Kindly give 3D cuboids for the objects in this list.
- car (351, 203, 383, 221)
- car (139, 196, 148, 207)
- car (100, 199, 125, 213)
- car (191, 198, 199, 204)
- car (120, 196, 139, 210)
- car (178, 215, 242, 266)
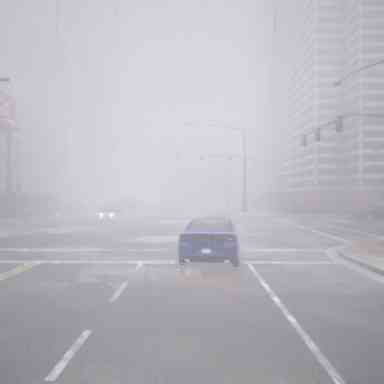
[{"bbox_3d":[16.457,1.741,28.999,4.892,1.490,1.837,0,0,0],"label":"car"},{"bbox_3d":[-9.982,2.027,62.251,2.033,1.411,5.357,0,0,1],"label":"car"},{"bbox_3d":[-10.232,1.888,42.216,1.994,1.385,4.181,0,0,1],"label":"car"},{"bbox_3d":[0.727,2.168,82.509,1.812,1.442,4.674,0,0,1],"label":"car"},{"bbox_3d":[-10.139,1.618,51.567,2.150,2.045,5.566,0,0,1],"label":"car"},{"bbox_3d":[0.754,1.573,12.073,1.882,1.535,5.008,0,0,8],"label":"car"}]
